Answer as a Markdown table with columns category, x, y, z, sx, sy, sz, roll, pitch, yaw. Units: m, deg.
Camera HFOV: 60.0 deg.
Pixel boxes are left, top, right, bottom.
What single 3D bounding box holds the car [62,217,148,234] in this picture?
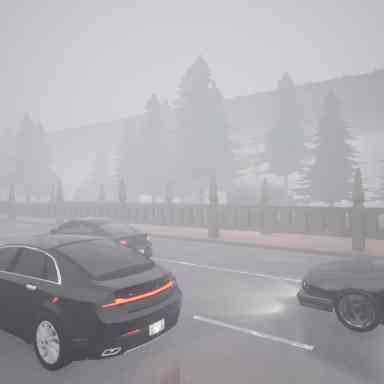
| category | x | y | z | sx | sy | sz | roll | pitch | yaw |
| --- | --- | --- | --- | --- | --- | --- | --- | --- | --- |
| car | -3.320 | 1.526 | 10.651 | 4.674 | 1.442 | 1.812 | 0 | 0 | 35 |

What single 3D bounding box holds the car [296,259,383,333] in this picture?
| category | x | y | z | sx | sy | sz | roll | pitch | yaw |
| --- | --- | --- | --- | --- | --- | --- | --- | --- | --- |
| car | 4.492 | 1.547 | 5.087 | 5.357 | 1.411 | 2.033 | 0 | 0 | 35 |

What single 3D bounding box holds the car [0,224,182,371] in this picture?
| category | x | y | z | sx | sy | sz | roll | pitch | yaw |
| --- | --- | --- | --- | --- | --- | --- | --- | --- | --- |
| car | -2.428 | 1.505 | 5.721 | 4.892 | 1.490 | 1.837 | 0 | 0 | 35 |
